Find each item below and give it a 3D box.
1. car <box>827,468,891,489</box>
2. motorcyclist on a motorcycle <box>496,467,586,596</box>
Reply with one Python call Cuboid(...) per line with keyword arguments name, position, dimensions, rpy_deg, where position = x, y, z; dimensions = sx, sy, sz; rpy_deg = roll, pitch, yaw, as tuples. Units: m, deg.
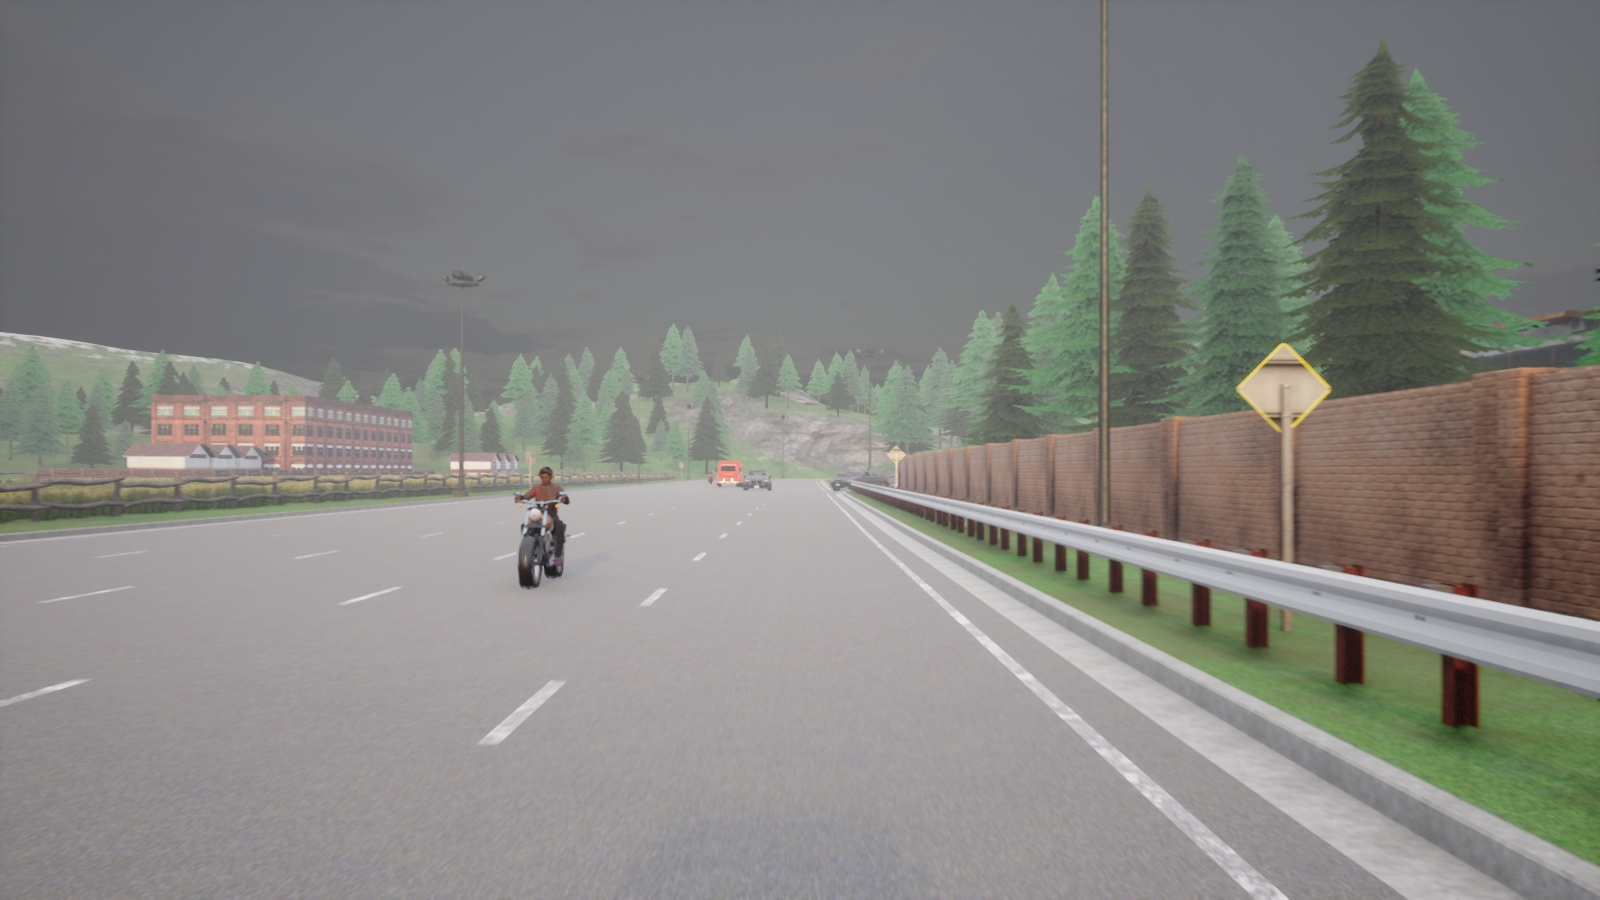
Cuboid(name="car", position=(4.637, 2.210, 98.058), dimensions=(5.027, 1.651, 2.152), rpy_deg=(1, -1, -44))
Cuboid(name="motorcyclist on a motorcycle", position=(-3.543, 1.069, 17.405), dimensions=(0.766, 1.649, 2.350), rpy_deg=(0, -1, 0))
